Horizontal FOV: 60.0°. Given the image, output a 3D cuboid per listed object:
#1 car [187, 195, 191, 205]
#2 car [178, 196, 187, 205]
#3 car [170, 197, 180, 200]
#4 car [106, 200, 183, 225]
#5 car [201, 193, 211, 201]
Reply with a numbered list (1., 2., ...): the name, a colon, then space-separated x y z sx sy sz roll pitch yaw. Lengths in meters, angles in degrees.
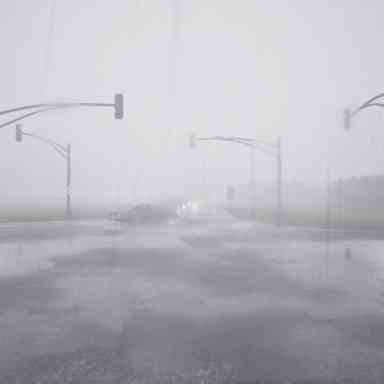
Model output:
1. car: -1.767 1.479 57.808 2.128 1.511 4.902 0 0 4
2. car: -2.358 1.486 47.559 2.128 1.511 4.902 0 0 3
3. car: -2.812 1.600 38.245 1.895 1.301 4.718 0 0 3
4. car: -3.510 1.550 24.139 5.357 1.411 2.033 0 0 -43
5. car: 3.361 1.191 79.079 2.150 2.045 5.566 0 0 5
